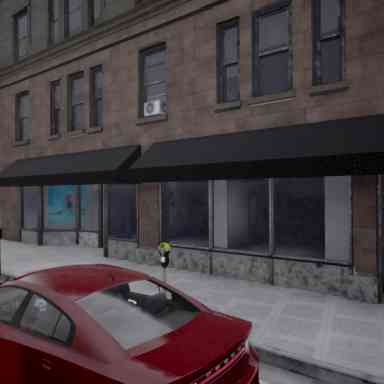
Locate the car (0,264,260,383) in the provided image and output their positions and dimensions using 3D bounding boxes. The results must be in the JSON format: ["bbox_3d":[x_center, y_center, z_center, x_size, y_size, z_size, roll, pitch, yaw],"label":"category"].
[{"bbox_3d":[-1.468,1.545,3.893,4.507,1.381,1.887,0,0,35],"label":"car"}]
